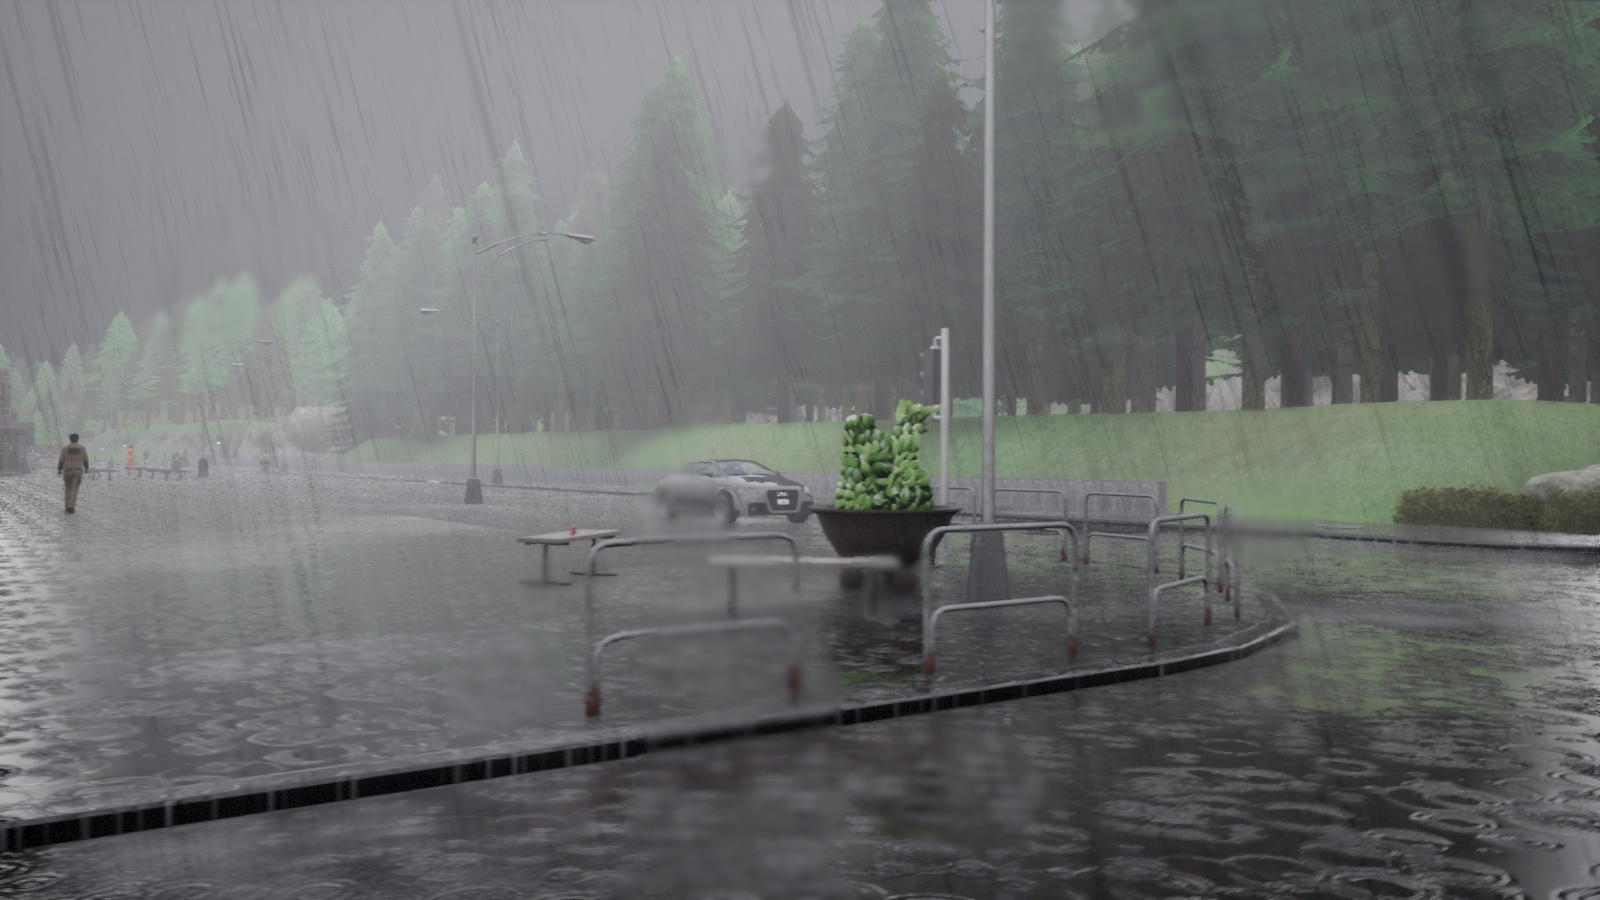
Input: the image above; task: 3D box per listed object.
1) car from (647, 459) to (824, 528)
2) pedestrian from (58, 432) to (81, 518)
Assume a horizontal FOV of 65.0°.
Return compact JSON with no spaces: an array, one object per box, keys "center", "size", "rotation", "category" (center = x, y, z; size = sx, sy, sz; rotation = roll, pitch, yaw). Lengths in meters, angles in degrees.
[{"center":[-1.509,0.902,27.689],"size":[1.994,1.385,4.181],"rotation":[0,0,-35],"category":"car"},{"center":[-16.531,0.563,28.406],"size":[0.396,1.930,0.692],"rotation":[0,0,-26],"category":"pedestrian"}]
